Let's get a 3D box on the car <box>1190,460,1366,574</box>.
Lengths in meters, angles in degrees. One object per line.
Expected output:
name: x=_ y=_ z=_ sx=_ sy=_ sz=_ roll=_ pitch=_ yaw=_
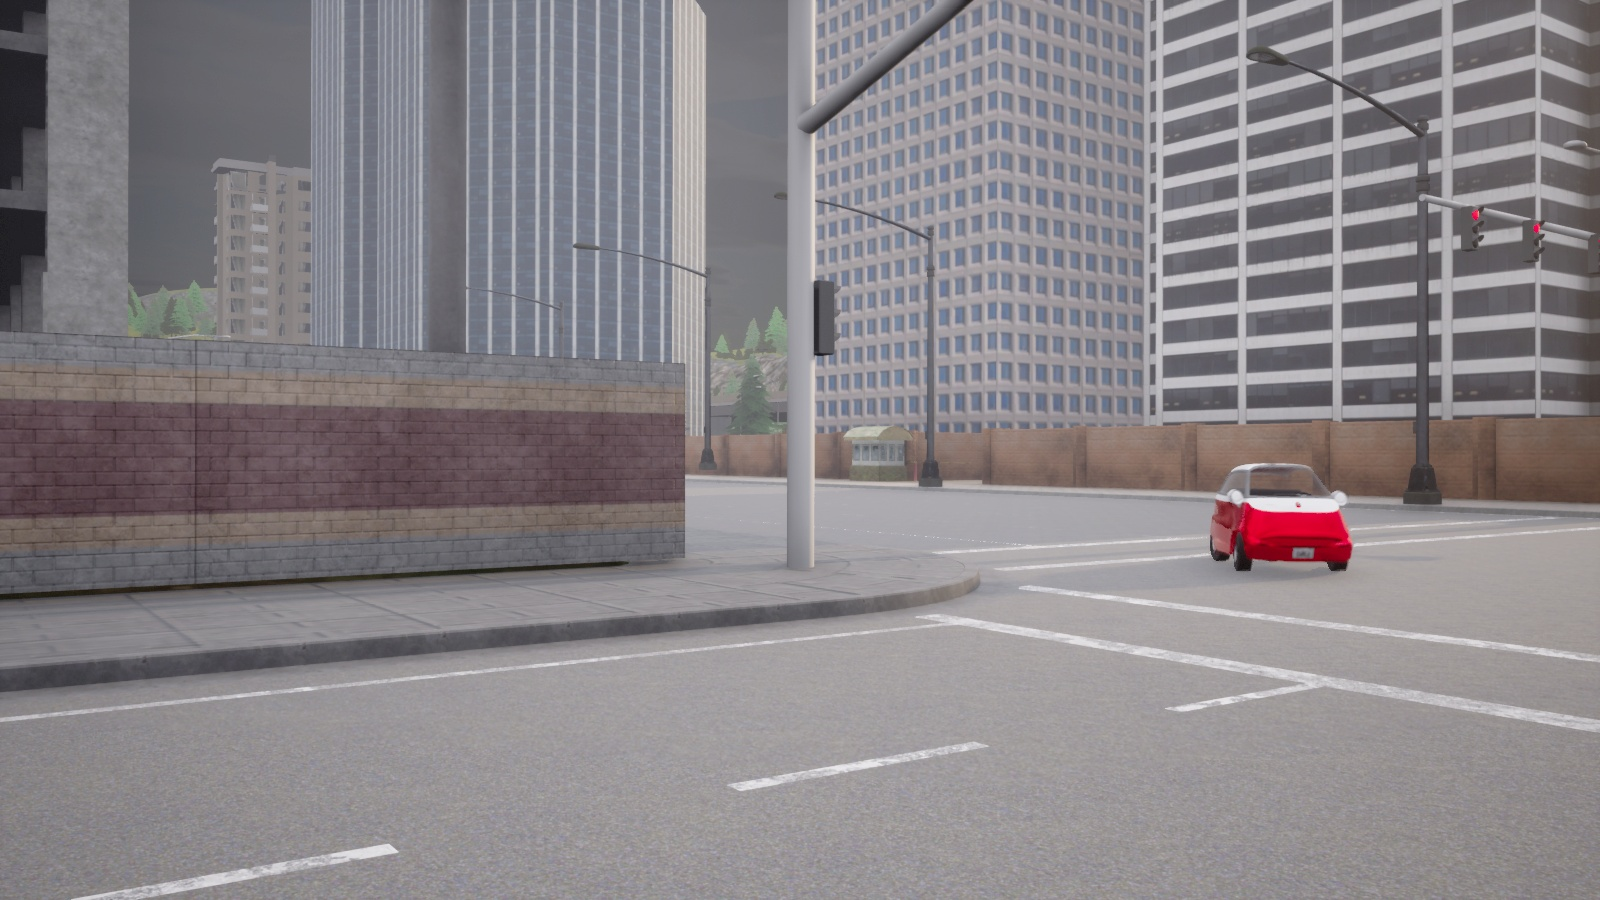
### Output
car: x=6.182 y=0.827 z=16.446 sx=1.481 sy=1.376 sz=2.207 roll=1 pitch=0 yaw=1
